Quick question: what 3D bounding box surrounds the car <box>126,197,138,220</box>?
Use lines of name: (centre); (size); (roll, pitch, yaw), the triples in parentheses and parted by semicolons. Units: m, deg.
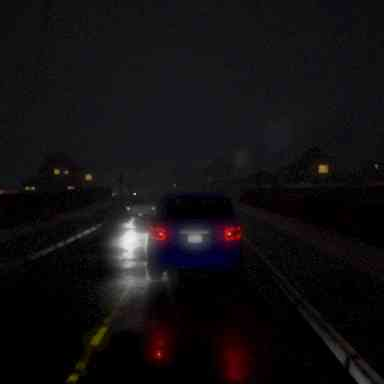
car: (-3.088, 0.995, 21.641); (1.895, 1.301, 4.718); (0, 2, -3)

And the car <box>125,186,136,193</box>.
car: (-15.037, -0.592, 81.389); (2.097, 1.767, 4.553); (-1, 1, -19)

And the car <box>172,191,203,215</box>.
car: (-0.426, 0.773, 25.652); (2.128, 1.511, 4.902); (0, 2, -4)

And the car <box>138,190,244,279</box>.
car: (0.092, 0.953, 9.336); (2.150, 2.045, 5.566); (0, 2, 1)
